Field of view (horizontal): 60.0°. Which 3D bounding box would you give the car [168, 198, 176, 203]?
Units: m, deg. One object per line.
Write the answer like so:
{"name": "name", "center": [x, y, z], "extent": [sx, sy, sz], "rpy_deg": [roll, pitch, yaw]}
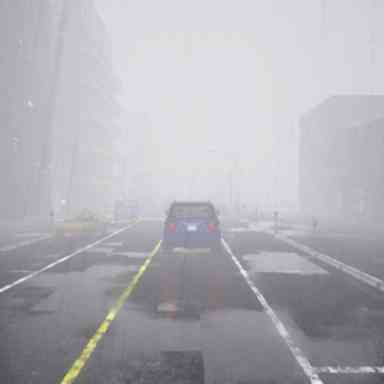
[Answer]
{"name": "car", "center": [-5.692, 2.342, 95.271], "extent": [1.947, 1.339, 4.313], "rpy_deg": [-1, 0, 0]}

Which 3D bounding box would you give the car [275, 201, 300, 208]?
{"name": "car", "center": [16.723, 2.198, 58.051], "extent": [4.403, 1.369, 2.008], "rpy_deg": [0, 0, 1]}

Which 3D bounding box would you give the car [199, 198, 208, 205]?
{"name": "car", "center": [2.653, 2.198, 78.366], "extent": [1.887, 1.381, 4.507], "rpy_deg": [-1, 0, 0]}

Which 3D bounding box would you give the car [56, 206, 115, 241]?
{"name": "car", "center": [-5.701, 1.687, 17.777], "extent": [1.752, 1.417, 4.829], "rpy_deg": [-1, -1, 0]}

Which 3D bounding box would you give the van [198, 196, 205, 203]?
{"name": "van", "center": [2.652, 2.118, 95.305], "extent": [1.690, 1.788, 3.998], "rpy_deg": [-1, 0, 0]}

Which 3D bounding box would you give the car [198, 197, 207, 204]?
{"name": "car", "center": [2.652, 2.135, 84.013], "extent": [1.967, 1.590, 4.097], "rpy_deg": [-1, 0, 0]}

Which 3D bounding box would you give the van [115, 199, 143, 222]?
{"name": "van", "center": [-5.702, 1.600, 29.108], "extent": [1.690, 1.788, 3.998], "rpy_deg": [-1, 0, 0]}

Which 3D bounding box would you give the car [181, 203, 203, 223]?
{"name": "car", "center": [0.006, 1.769, 29.302], "extent": [1.837, 1.490, 4.892], "rpy_deg": [0, 0, 0]}

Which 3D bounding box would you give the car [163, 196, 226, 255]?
{"name": "car", "center": [0.002, 1.345, 14.019], "extent": [2.150, 2.045, 5.566], "rpy_deg": [0, 0, 0]}

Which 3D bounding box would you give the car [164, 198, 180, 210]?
{"name": "car", "center": [-2.998, 1.788, 50.660], "extent": [2.097, 1.767, 4.553], "rpy_deg": [0, 0, 0]}

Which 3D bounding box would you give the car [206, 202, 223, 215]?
{"name": "car", "center": [2.683, 1.934, 40.303], "extent": [1.802, 1.307, 4.206], "rpy_deg": [-1, 0, 0]}

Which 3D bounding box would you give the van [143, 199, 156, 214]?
{"name": "van", "center": [-5.701, 1.693, 40.271], "extent": [1.690, 1.788, 3.998], "rpy_deg": [-1, 0, 0]}

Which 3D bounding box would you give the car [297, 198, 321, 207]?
{"name": "car", "center": [23.383, 2.056, 66.598], "extent": [4.097, 1.590, 1.967], "rpy_deg": [0, 0, 1]}

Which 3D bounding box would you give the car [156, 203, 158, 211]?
{"name": "car", "center": [-5.698, 1.949, 45.848], "extent": [2.008, 1.369, 4.403], "rpy_deg": [-1, 0, 0]}
